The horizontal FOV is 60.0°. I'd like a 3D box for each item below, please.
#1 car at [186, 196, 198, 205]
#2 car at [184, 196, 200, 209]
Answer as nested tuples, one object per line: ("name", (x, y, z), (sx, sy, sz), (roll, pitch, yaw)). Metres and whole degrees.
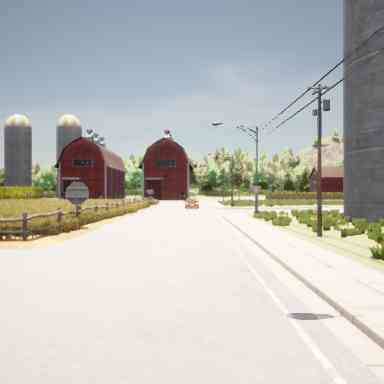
("car", (-0.025, 1.493, 60.345), (2.128, 1.511, 4.902), (0, 0, 0))
("car", (0.000, 1.482, 45.338), (1.882, 1.535, 5.008), (0, 0, 0))
